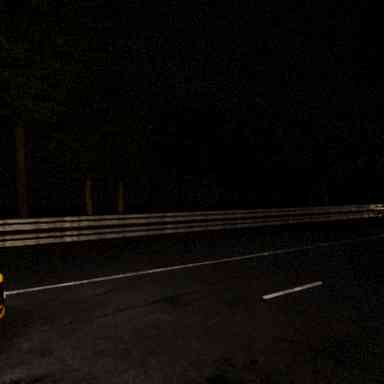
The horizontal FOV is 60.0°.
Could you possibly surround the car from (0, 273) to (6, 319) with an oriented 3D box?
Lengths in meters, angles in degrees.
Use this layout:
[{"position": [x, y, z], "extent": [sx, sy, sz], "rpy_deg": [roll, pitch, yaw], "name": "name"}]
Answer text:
[{"position": [-5.264, 1.471, 4.293], "extent": [5.008, 1.535, 1.882], "rpy_deg": [0, 0, -35], "name": "car"}]
